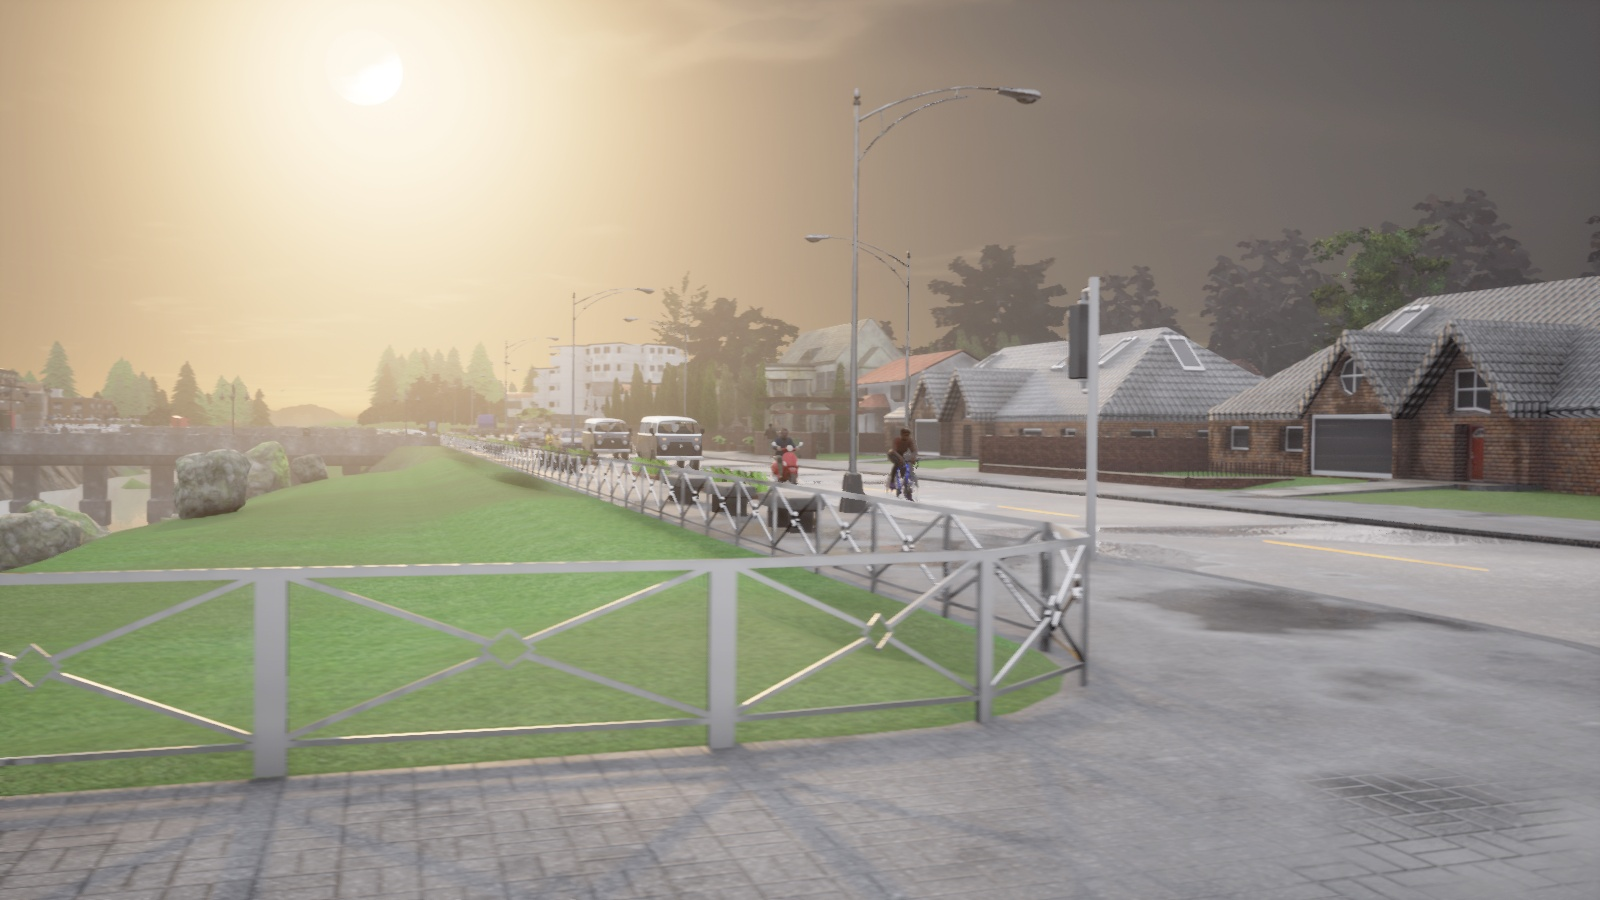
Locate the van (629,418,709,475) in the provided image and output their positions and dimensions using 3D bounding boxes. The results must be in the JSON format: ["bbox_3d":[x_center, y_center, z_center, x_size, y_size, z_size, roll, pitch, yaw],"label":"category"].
[{"bbox_3d":[-4.988,-0.168,47.419,2.069,2.038,4.480,-1,1,-18],"label":"van"}]

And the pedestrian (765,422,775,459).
[{"bbox_3d":[-1.508,-0.470,63.331,0.431,1.840,0.703,-1,1,-6],"label":"pedestrian"}]

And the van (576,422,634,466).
[{"bbox_3d":[-9.538,-0.334,61.192,2.069,2.038,4.480,-1,1,-18],"label":"van"}]

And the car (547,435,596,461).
[{"bbox_3d":[-13.149,-0.142,72.136,2.033,1.411,5.357,-1,1,-18],"label":"car"}]

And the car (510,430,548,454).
[{"bbox_3d":[-20.124,-0.600,93.242,2.242,1.667,4.611,-1,1,-18],"label":"car"}]

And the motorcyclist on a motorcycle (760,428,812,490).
[{"bbox_3d":[-0.389,0.230,33.509,0.866,1.590,1.817,-1,1,-18],"label":"motorcyclist on a motorcycle"}]

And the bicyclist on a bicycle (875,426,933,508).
[{"bbox_3d":[2.134,0.321,25.872,0.582,1.620,1.656,-1,1,-18],"label":"bicyclist on a bicycle"}]
